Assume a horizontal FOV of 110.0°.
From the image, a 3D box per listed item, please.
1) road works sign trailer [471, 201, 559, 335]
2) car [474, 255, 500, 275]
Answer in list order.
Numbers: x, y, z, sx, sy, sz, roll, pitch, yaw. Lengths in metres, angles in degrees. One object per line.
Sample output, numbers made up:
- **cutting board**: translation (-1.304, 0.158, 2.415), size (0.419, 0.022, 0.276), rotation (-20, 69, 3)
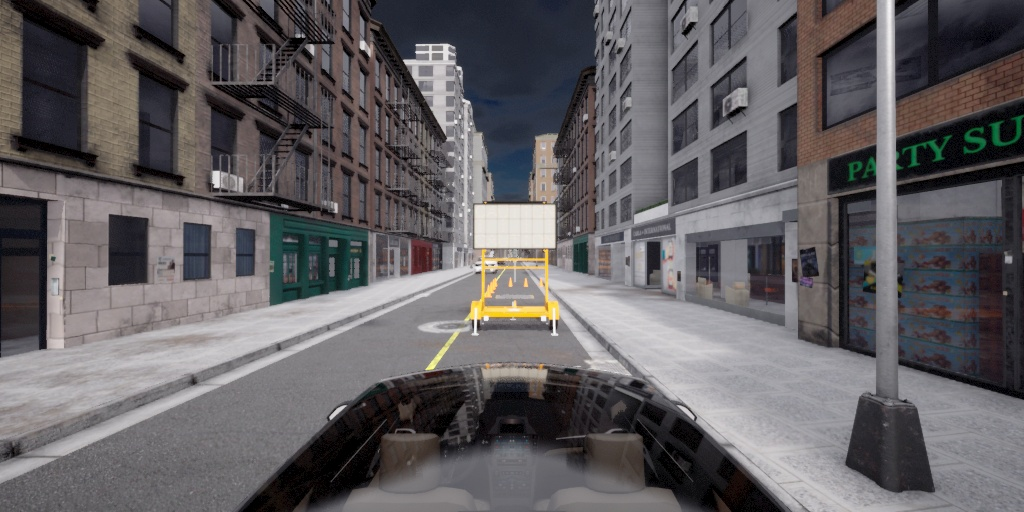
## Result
- **road works sign trailer**: translation (0.085, 0.214, 10.442), size (2.380, 3.560, 2.880), rotation (0, 0, 1)
- **car**: translation (-2.796, 0.961, 39.131), size (2.150, 2.045, 5.566), rotation (0, 0, 0)
